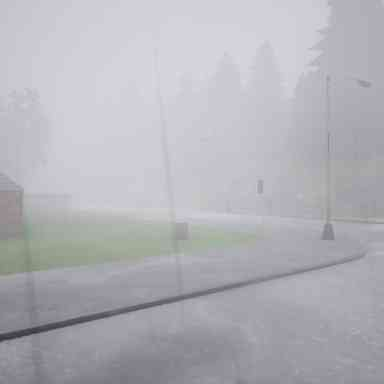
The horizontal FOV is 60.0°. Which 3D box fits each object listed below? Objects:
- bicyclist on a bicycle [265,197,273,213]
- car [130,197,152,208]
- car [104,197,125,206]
[{"bbox_3d":[7.921,1.363,34.650,1.656,1.620,0.582,0,0,-36],"label":"bicyclist on a bicycle"},{"bbox_3d":[-7.582,1.538,49.150,1.812,1.442,4.674,0,0,-35],"label":"car"},{"bbox_3d":[-13.331,1.560,57.149,2.033,1.411,5.357,0,0,-35],"label":"car"}]
